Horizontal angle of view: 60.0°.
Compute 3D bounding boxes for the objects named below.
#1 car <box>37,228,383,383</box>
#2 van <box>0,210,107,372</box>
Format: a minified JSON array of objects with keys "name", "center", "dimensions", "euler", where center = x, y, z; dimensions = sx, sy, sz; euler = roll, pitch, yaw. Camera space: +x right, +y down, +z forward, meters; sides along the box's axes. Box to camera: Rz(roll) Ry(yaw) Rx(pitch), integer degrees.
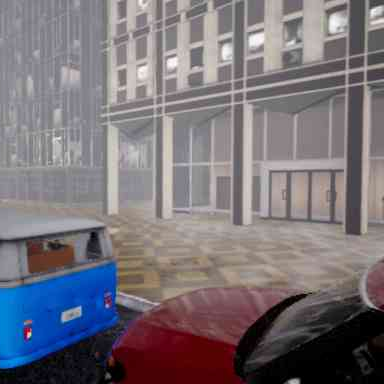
[{"name":"car","center":[1.619,1.261,1.702],"dimensions":[5.009,1.841,2.192],"euler":[1,2,37]},{"name":"van","center":[-2.930,1.209,5.109],"dimensions":[3.998,1.788,1.690],"euler":[1,2,37]}]
